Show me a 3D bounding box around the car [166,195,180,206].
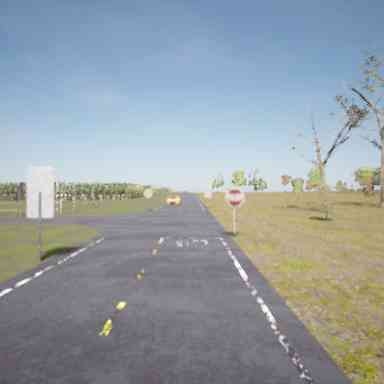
[{"bbox_3d":[-2.766,1.245,50.131,1.882,1.535,5.008,0,2,0],"label":"car"}]
